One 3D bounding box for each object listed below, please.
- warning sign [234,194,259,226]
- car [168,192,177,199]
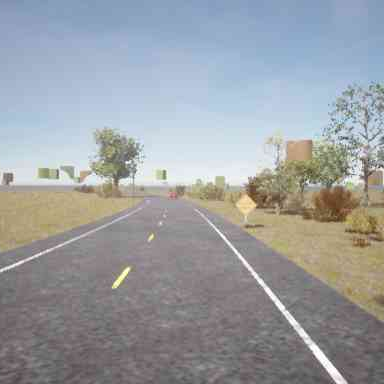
[{"bbox_3d":[3.241,1.068,19.972,1.300,1.860,1.060,1,1,-2],"label":"warning sign"},{"bbox_3d":[-5.218,1.050,89.970,2.150,2.045,5.566,0,1,-8],"label":"car"}]
